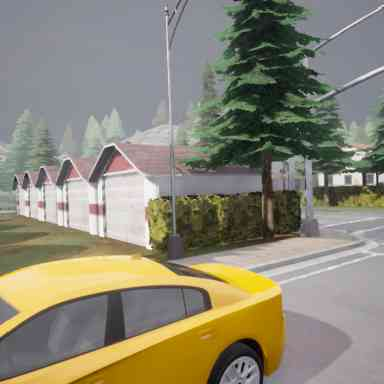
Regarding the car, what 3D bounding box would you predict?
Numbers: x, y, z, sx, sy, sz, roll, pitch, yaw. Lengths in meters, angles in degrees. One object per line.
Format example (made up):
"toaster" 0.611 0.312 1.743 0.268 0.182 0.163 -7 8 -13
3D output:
"car" -1.261 1.451 3.087 5.008 1.535 1.882 -2 1 -35
